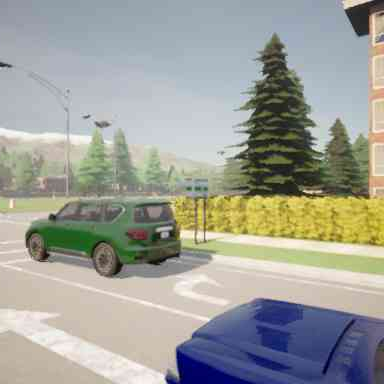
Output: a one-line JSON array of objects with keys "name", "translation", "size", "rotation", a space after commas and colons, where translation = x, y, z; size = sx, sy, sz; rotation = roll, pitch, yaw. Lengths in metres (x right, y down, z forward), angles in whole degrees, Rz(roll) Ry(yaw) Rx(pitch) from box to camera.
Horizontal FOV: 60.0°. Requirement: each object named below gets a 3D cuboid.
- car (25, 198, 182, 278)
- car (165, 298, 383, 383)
[{"name": "car", "translation": [-2.894, 1.203, 10.341], "size": [5.566, 2.045, 2.150], "rotation": [1, 0, 36]}, {"name": "car", "translation": [2.093, 1.602, 2.499], "size": [4.718, 1.301, 1.895], "rotation": [0, 0, 35]}]
